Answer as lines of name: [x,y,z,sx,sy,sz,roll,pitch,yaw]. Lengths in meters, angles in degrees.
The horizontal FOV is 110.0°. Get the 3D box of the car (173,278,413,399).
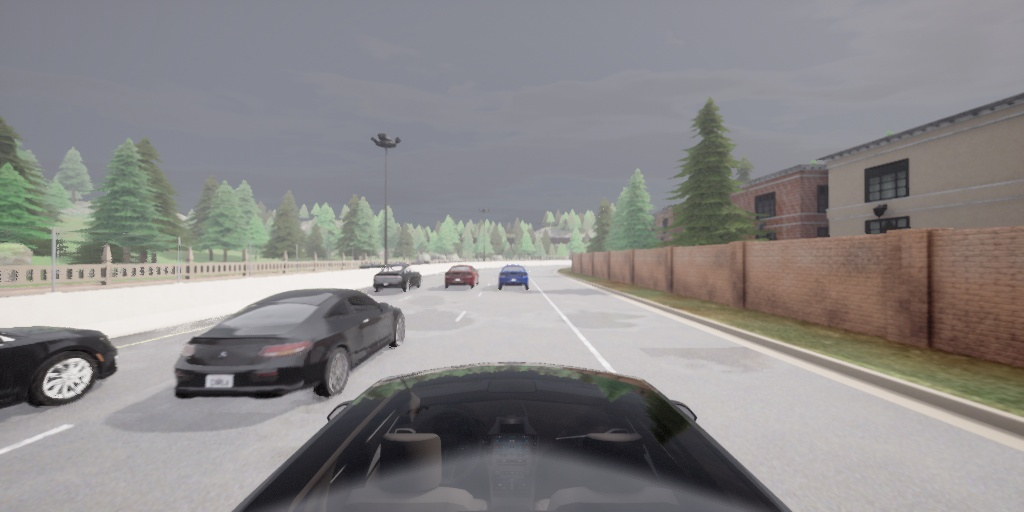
car: [-3.401,1.304,6.471,1.812,1.442,4.674,0,0,0]

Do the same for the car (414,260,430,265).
car: [-13.411,1.401,52.470,2.097,1.767,4.553,0,0,6]

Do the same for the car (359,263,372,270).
car: [-20.449,1.650,52.373,1.895,1.301,4.718,0,0,6]

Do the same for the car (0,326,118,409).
car: [-6.900,1.265,3.380,1.837,1.490,4.892,0,0,0]

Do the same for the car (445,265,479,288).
car: [-3.400,1.365,24.947,1.882,1.535,5.008,0,0,0]

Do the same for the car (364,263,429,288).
car: [-6.900,1.361,22.045,2.128,1.511,4.902,0,0,0]

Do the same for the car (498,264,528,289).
car: [0.099,1.362,24.474,1.882,1.535,5.008,0,-1,0]
